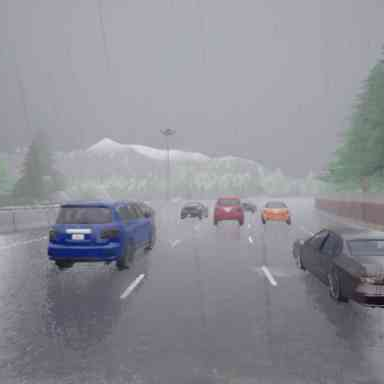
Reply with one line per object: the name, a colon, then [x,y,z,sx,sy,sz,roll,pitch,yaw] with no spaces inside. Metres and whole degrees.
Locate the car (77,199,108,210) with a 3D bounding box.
car: [-15.413,1.873,51.928,2.128,1.511,4.902,0,-1,20]

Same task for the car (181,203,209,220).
car: [0.315,1.729,30.330,1.837,1.490,4.892,0,0,13]

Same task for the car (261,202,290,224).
car: [6.712,1.552,26.833,2.097,1.767,4.553,0,0,12]

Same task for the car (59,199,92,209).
car: [-18.620,1.936,53.361,2.033,1.411,5.357,0,0,20]

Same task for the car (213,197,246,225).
car: [2.926,1.415,25.844,2.150,2.045,5.566,0,0,9]

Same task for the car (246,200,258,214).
car: [6.878,1.808,40.727,1.837,1.490,4.892,0,0,18]

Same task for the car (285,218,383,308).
car: [3.963,1.610,8.238,2.033,1.411,5.357,0,0,4]

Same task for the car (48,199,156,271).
car: [-2.775,1.306,11.485,2.150,2.045,5.566,0,0,5]

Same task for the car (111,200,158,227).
car: [-4.280,1.539,25.465,2.097,1.767,4.553,0,0,11]

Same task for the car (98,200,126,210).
car: [-12.118,1.898,50.750,1.812,1.442,4.674,0,-1,20]

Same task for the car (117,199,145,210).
car: [-8.948,1.839,49.215,1.882,1.535,5.008,0,-1,20]
